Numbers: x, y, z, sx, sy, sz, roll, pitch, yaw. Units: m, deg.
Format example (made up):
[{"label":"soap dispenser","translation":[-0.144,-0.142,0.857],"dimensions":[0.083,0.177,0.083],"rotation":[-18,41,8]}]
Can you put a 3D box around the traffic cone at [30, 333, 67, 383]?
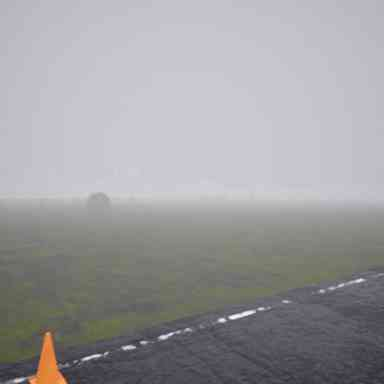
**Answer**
[{"label":"traffic cone","translation":[-1.693,1.958,3.921],"dimensions":[0.340,0.580,0.340],"rotation":[0,0,-35]}]
